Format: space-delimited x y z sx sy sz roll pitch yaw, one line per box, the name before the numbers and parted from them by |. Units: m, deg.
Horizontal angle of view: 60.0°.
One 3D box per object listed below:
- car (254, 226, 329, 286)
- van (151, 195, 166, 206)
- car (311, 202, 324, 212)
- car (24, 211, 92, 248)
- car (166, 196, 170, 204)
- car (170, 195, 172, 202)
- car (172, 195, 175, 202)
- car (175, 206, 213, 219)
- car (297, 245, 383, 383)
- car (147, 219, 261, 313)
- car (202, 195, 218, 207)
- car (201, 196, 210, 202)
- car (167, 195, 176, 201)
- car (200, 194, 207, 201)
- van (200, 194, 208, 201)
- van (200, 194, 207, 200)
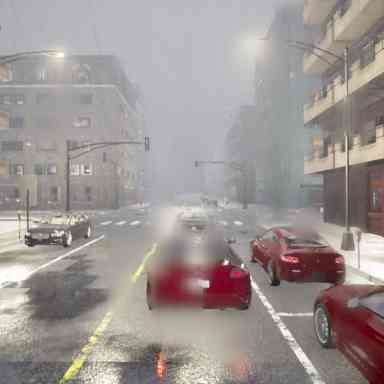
car | 2.670 1.584 9.057 1.802 1.307 4.206 1 0 0
van | -5.570 1.349 52.843 1.690 1.788 3.998 1 0 0
car | 15.558 1.518 36.948 4.507 1.381 1.887 0 -1 1
car | -5.766 1.554 14.798 2.008 1.369 4.403 1 0 0
car | -5.460 1.574 58.506 1.947 1.339 4.313 1 0 0
car | -5.421 1.448 64.176 1.967 1.590 4.097 1 0 0
car | -5.347 1.575 75.518 1.947 1.339 4.313 1 0 0
car | 0.107 1.604 16.597 1.895 1.301 4.718 0 0 0
car | 2.669 1.583 3.386 1.802 1.307 4.206 1 0 0
car | 0.108 1.566 7.779 1.994 1.385 4.181 0 0 -1
car | 2.978 1.558 51.179 2.008 1.369 4.403 1 0 0
car | 3.033 1.590 75.437 1.802 1.307 4.206 1 0 0
car | -5.271 1.554 86.858 1.887 1.381 4.507 1 0 0
car | 2.995 1.558 69.767 2.008 1.369 4.403 1 0 0
van | 3.112 1.349 86.777 1.690 1.788 3.998 1 0 0
van | 3.150 1.349 92.448 1.690 1.788 3.998 1 0 0
